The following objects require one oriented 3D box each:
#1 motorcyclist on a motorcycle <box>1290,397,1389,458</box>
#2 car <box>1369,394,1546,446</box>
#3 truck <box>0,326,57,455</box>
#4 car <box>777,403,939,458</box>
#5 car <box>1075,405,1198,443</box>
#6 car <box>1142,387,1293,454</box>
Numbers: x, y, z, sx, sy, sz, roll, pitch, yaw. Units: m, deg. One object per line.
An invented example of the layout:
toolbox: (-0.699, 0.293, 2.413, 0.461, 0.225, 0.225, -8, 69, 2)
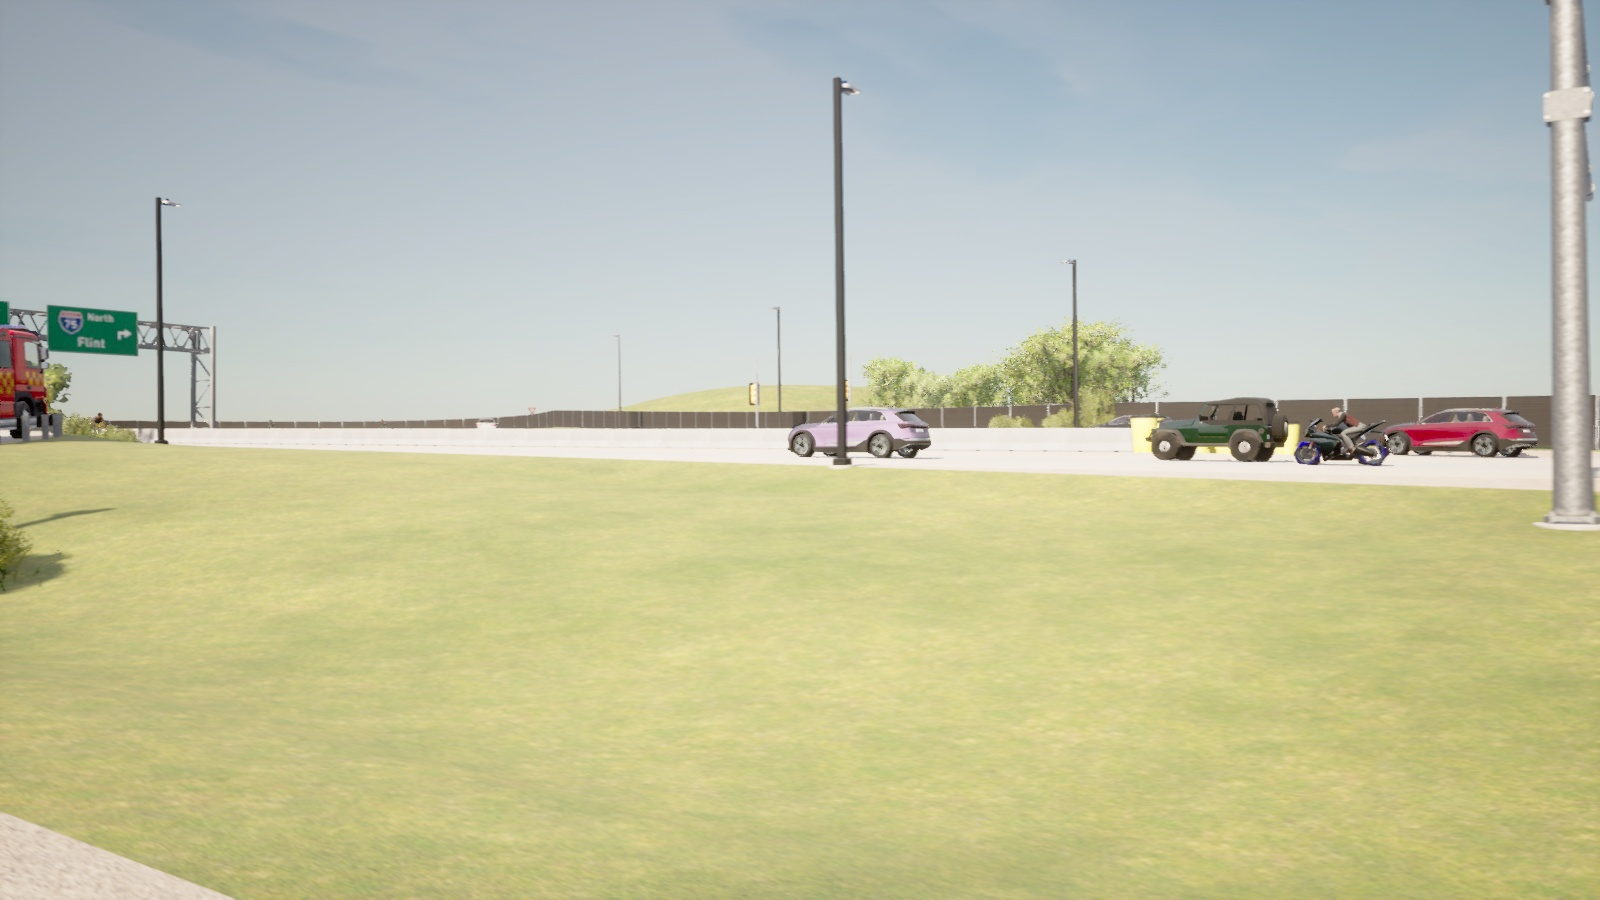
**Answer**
motorcyclist on a motorcycle: (13.790, -0.559, 32.119, 2.191, 1.530, 0.866, 0, 1, 34)
car: (22.078, -0.992, 42.346, 2.033, 1.649, 4.856, -2, 1, -36)
truck: (-25.089, -1.709, 36.512, 2.891, 3.827, 8.468, -1, 2, -8)
car: (1.827, -0.594, 40.275, 4.856, 1.649, 2.033, 0, 1, 34)
car: (14.337, -1.098, 53.721, 2.128, 1.511, 4.902, -2, 2, -33)
car: (12.386, -0.833, 37.307, 3.866, 1.878, 1.905, 0, 1, 34)
